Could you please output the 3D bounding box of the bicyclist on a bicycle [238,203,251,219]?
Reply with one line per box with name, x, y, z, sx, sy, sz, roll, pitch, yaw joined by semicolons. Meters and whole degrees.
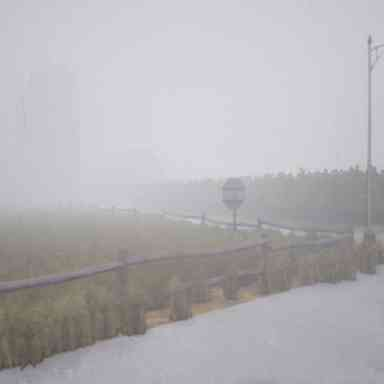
bicyclist on a bicycle;4.611;1.521;29.175;1.656;1.620;0.582;0;0;-36
